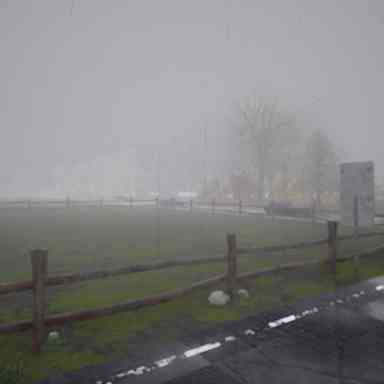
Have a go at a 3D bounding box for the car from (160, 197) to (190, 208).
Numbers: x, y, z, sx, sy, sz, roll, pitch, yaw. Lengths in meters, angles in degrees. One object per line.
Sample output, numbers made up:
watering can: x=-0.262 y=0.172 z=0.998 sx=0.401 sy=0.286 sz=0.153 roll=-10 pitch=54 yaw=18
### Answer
car: x=-2.140 y=1.325 z=42.329 sx=1.895 sy=1.301 sz=4.718 roll=-1 pitch=1 yaw=-35

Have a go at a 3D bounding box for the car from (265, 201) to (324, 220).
car: x=8.398 y=1.463 z=27.519 sx=1.895 sy=1.301 sz=4.718 roll=-1 pitch=1 yaw=-35
